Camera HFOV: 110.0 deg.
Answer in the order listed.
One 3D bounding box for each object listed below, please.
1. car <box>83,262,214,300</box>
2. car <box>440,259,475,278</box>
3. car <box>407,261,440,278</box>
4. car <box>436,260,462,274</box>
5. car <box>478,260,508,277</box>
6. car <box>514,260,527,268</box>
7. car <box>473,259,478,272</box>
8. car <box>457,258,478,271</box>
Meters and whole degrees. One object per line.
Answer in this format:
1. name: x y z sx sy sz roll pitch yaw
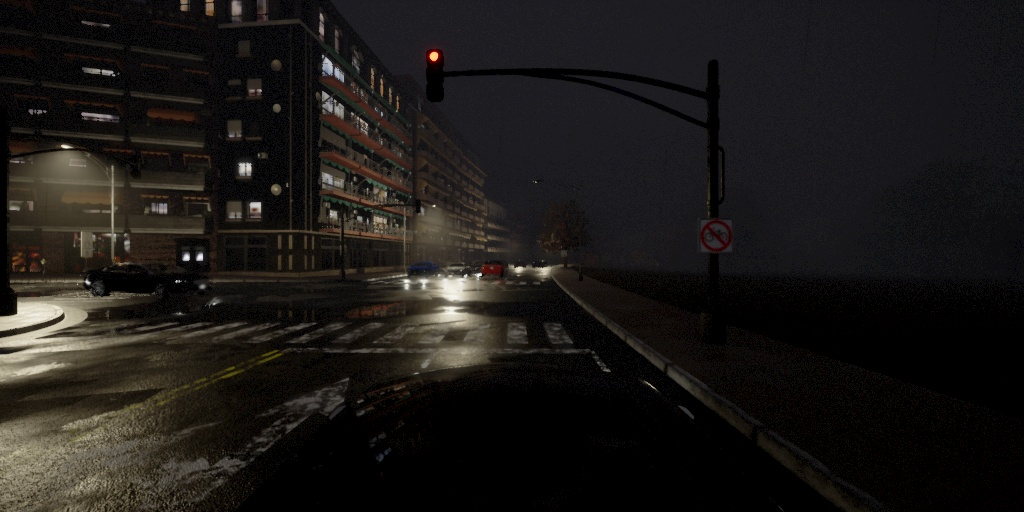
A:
1. car: -15.695 1.016 15.625 4.902 1.511 2.128 1 -1 6
2. car: -5.246 1.336 35.103 1.812 1.442 4.674 0 0 5
3. car: -8.531 1.286 34.777 1.882 1.535 5.008 0 0 4
4. car: -7.688 1.323 44.310 1.882 1.535 5.008 0 0 6
5. car: -1.726 1.166 36.024 2.097 1.767 4.553 0 0 5
6. car: 1.500 1.488 64.967 2.033 1.411 5.357 0 0 9
7. car: -4.457 1.349 43.957 1.837 1.490 4.892 0 0 6
8. car: -6.605 1.235 53.984 2.097 1.767 4.553 0 0 7
